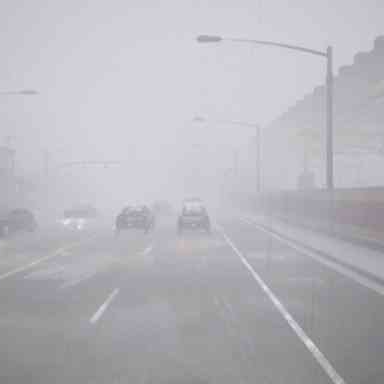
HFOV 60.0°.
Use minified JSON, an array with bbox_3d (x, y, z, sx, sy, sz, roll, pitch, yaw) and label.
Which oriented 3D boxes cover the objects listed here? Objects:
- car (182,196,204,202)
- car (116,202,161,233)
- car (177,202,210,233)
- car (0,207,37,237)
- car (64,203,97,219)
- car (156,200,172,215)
[{"bbox_3d":[0.106,1.440,36.227,2.150,2.045,5.566,0,-1,0],"label":"car"},{"bbox_3d":[-3.396,1.619,20.672,2.128,1.511,4.902,0,0,0],"label":"car"},{"bbox_3d":[0.104,1.617,20.438,2.128,1.511,4.902,0,0,0],"label":"car"},{"bbox_3d":[-10.581,1.622,18.847,1.837,1.490,4.892,0,0,0],"label":"car"},{"bbox_3d":[-10.514,1.759,31.496,1.994,1.385,4.181,0,0,1],"label":"car"},{"bbox_3d":[-3.399,1.735,37.760,1.837,1.490,4.892,0,-1,0],"label":"car"}]
